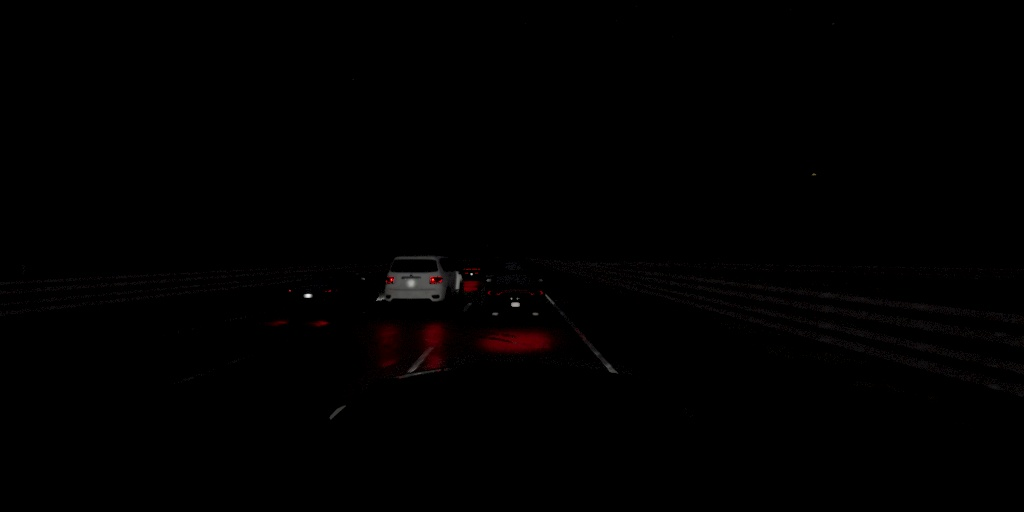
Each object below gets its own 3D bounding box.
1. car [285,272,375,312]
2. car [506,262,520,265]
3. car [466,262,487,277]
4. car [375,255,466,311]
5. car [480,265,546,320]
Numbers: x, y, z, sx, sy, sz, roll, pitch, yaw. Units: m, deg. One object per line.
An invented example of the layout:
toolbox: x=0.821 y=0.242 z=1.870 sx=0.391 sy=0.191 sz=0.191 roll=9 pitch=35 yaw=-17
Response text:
car: x=-6.907 y=1.320 z=14.167 sx=1.994 sy=1.385 sz=4.181 roll=0 pitch=0 yaw=0
car: x=0.090 y=1.308 z=33.571 sx=1.812 sy=1.442 sz=4.674 roll=0 pitch=0 yaw=0
car: x=-3.408 y=1.285 z=32.712 sx=1.837 sy=1.490 sz=4.892 roll=0 pitch=0 yaw=0
car: x=-3.404 y=0.977 z=14.711 sx=2.150 sy=2.045 sz=5.566 roll=0 pitch=0 yaw=-1
car: x=0.097 y=1.233 z=12.680 sx=1.882 sy=1.535 sz=5.008 roll=0 pitch=0 yaw=0
